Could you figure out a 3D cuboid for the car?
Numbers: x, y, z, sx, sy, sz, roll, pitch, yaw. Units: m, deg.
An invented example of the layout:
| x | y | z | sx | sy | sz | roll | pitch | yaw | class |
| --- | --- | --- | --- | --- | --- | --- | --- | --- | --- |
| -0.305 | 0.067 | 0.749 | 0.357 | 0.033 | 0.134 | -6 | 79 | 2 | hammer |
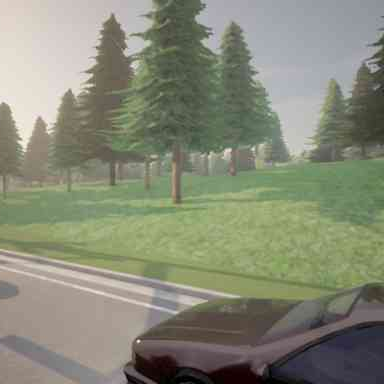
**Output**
| x | y | z | sx | sy | sz | roll | pitch | yaw | class |
| --- | --- | --- | --- | --- | --- | --- | --- | --- | --- |
| 1.896 | 1.547 | 2.640 | 5.357 | 1.411 | 2.033 | 0 | 0 | 35 | car |
